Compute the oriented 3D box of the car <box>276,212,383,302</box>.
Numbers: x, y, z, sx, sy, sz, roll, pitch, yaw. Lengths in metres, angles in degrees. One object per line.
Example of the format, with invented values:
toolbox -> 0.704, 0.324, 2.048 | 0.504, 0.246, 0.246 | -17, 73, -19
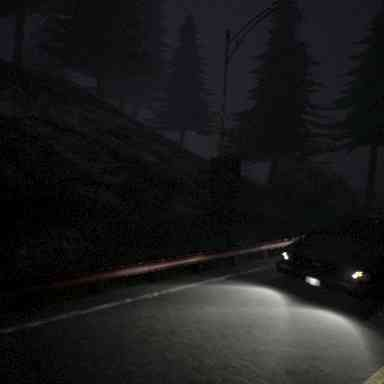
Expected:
car -> 4.238, 1.221, 7.713 | 5.357, 1.411, 2.033 | 0, 5, -40
